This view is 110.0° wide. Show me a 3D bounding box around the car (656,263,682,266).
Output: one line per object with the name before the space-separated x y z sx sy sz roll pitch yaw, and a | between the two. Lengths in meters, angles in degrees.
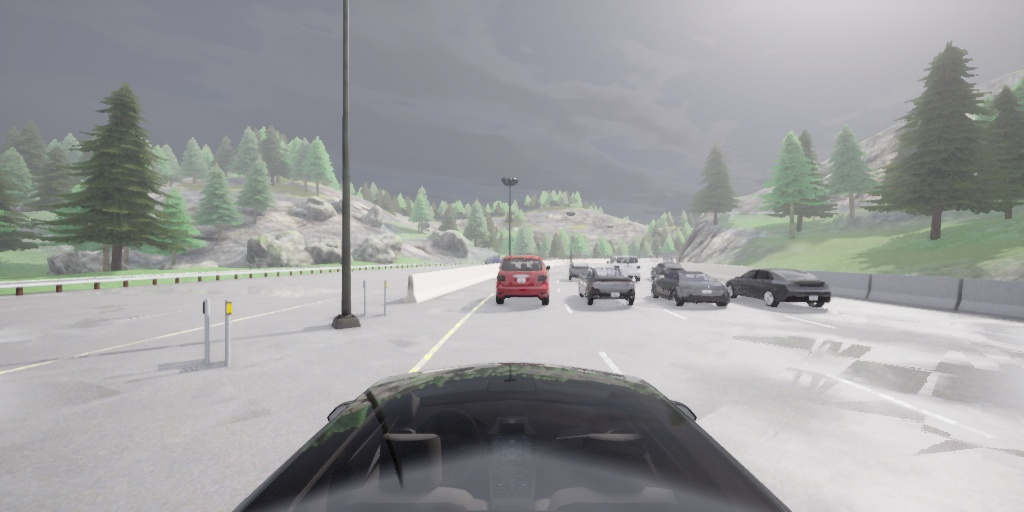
car | 12.580 1.264 29.019 1.837 1.490 4.892 0 0 9

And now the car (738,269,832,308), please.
car | 11.021 1.264 15.299 1.837 1.490 4.892 0 0 4

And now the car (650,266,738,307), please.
car | 7.531 1.320 15.563 1.994 1.385 4.181 0 0 4

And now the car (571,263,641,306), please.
car | 4.041 1.242 15.826 2.128 1.511 4.902 0 0 4

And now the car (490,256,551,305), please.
car | 0.553 1.005 16.120 2.150 2.045 5.566 0 0 4

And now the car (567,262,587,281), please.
car | 5.659 1.243 30.071 2.128 1.511 4.902 0 0 9

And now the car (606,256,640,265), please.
car | 9.124 1.005 29.575 2.150 2.045 5.566 0 0 9
